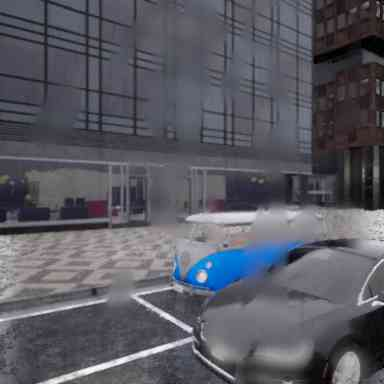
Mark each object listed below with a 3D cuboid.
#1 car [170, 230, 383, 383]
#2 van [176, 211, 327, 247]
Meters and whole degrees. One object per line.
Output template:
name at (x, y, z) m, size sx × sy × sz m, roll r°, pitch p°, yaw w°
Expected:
car at (2.270, 1.525, 4.991) m, size 4.892 × 1.490 × 1.837 m, roll 1°, pitch 0°, yaw -35°
van at (1.460, 1.360, 7.688) m, size 3.998 × 1.788 × 1.690 m, roll 0°, pitch 0°, yaw -35°
